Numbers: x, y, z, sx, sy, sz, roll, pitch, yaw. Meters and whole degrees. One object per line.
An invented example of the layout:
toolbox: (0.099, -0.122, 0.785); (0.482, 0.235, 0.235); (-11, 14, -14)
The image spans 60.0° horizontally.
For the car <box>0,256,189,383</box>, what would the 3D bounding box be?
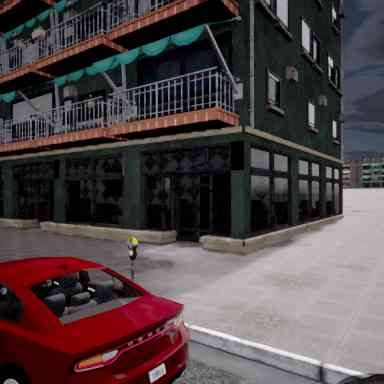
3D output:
car: (-2.138, 1.545, 4.389); (4.507, 1.381, 1.887); (0, 0, 35)

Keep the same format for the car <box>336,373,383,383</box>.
car: (2.460, 1.566, 1.129); (4.313, 1.339, 1.947); (0, 0, 35)
